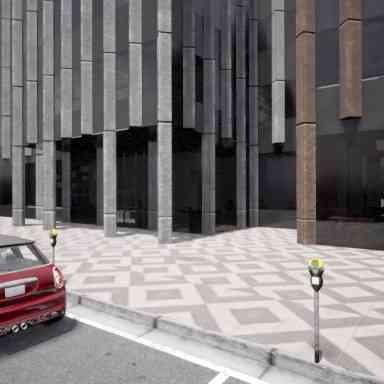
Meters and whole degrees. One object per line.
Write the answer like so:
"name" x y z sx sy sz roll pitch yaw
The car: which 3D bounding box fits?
"car" -4.103 1.441 5.881 4.097 1.590 1.967 0 0 35
